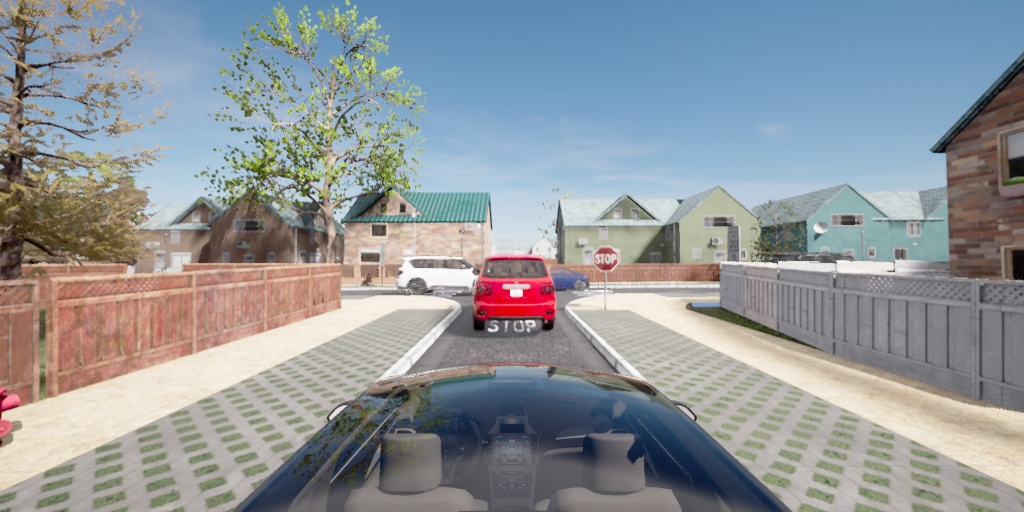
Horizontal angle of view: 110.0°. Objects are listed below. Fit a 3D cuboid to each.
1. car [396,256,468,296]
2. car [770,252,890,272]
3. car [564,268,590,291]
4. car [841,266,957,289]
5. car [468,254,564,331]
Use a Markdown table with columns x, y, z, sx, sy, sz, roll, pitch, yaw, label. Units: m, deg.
| x | y | z | sx | sy | sz | roll | pitch | yaw | label |
| --- | --- | --- | --- | --- | --- | --- | --- | --- | --- |
| -3.184 | 1.028 | 18.810 | 5.566 | 2.045 | 2.150 | 0 | -1 | 1 | car |
| 16.236 | 0.853 | 18.527 | 5.566 | 2.045 | 2.150 | 0 | -1 | 1 | car |
| 2.540 | 1.392 | 21.669 | 4.181 | 1.385 | 1.994 | 0 | -1 | 1 | car |
| 22.905 | 1.256 | 21.367 | 4.718 | 1.301 | 1.895 | 0 | -1 | 1 | car |
| -0.042 | 0.981 | 11.200 | 2.150 | 2.045 | 5.566 | 0 | 0 | -3 | car |
